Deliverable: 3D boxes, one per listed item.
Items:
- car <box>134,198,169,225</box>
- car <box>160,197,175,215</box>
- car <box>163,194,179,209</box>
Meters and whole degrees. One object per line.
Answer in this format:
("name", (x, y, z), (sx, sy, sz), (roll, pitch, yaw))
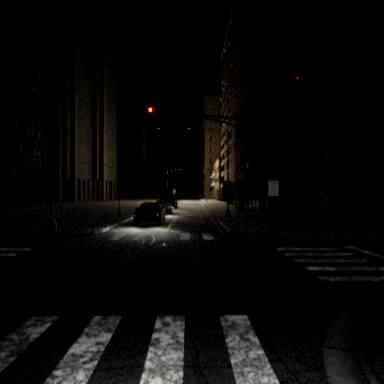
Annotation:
("car", (-3.054, 1.485, 24.587), (1.882, 1.535, 5.008), (0, 0, 0))
("car", (-3.037, 1.536, 34.551), (1.812, 1.442, 4.674), (0, 0, 0))
("car", (-3.003, 1.235, 45.262), (2.150, 2.045, 5.566), (0, 0, 1))
